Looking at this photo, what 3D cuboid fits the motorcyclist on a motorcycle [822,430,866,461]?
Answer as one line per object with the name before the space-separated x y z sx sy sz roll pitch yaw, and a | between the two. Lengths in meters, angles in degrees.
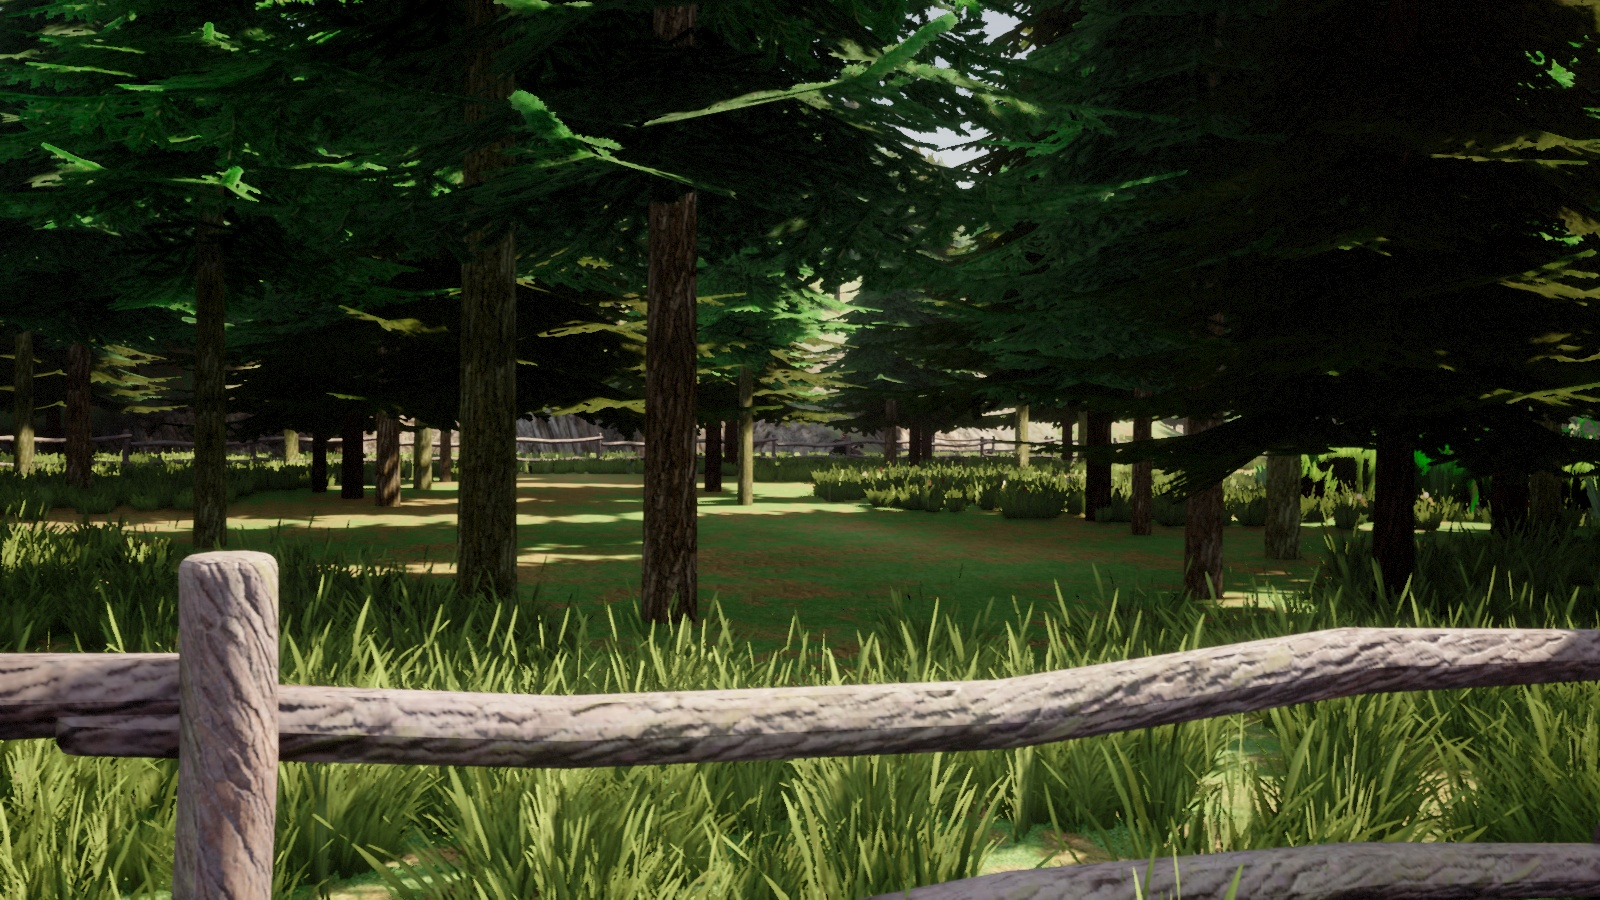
motorcyclist on a motorcycle | 2.166 -0.231 61.500 2.044 1.523 0.797 -1 1 -30
